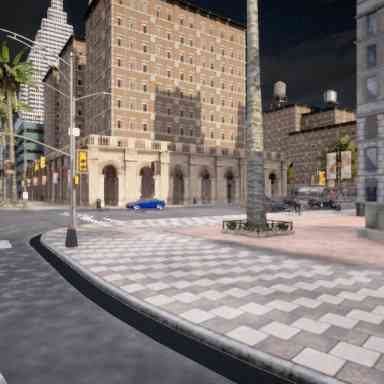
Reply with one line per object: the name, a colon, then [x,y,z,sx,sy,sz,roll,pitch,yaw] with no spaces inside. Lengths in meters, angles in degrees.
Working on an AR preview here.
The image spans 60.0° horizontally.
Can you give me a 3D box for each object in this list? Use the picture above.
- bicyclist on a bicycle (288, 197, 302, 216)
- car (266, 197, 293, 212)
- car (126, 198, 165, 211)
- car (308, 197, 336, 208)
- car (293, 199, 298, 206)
bicyclist on a bicycle: [9.170,1.300,29.683,0.582,1.620,1.656,0,0,-33]
car: [9.220,1.563,38.411,4.181,1.385,1.994,0,0,-33]
car: [-5.767,1.477,41.408,5.008,1.535,1.882,0,0,-33]
car: [19.304,1.505,49.313,4.892,1.490,1.837,0,0,-34]
car: [15.373,1.547,55.219,5.357,1.411,2.033,0,0,-33]
